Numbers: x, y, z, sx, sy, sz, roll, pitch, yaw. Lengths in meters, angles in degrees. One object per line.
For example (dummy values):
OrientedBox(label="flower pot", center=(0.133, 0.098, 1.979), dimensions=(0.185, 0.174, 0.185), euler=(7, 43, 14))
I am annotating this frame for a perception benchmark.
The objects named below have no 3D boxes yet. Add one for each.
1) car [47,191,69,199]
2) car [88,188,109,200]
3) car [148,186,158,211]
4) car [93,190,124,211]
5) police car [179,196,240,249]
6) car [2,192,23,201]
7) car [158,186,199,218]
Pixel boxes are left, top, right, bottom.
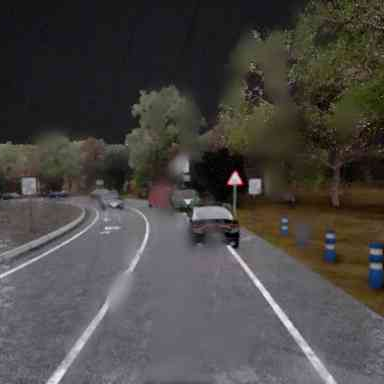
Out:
OrientedBox(label="car", center=(-24.086, 0.580, 59.630), dimensions=(4.718, 1.301, 1.895), euler=(-1, 4, 37))
OrientedBox(label="car", center=(-13.476, 0.256, 48.719), dimensions=(2.097, 1.767, 4.553), euler=(-5, 3, -39))
OrientedBox(label="car", center=(-2.510, 0.482, 30.088), dimensions=(2.150, 2.045, 5.566), euler=(-2, 2, -18))
OrientedBox(label="car", center=(-7.476, 0.874, 30.531), dimensions=(2.128, 1.511, 4.902), euler=(-2, 2, -21))
OrientedBox(label="police car", center=(0.656, 1.216, 13.839), dimensions=(1.930, 1.638, 5.238), euler=(-1, 2, -4))
OrientedBox(label="car", center=(-33.617, 0.859, 62.251), dimensions=(4.892, 1.490, 1.837), euler=(-2, 5, 33))
OrientedBox(label="car", center=(-0.832, 0.674, 24.048), dimensions=(2.150, 2.045, 5.566), euler=(-2, 2, -13))
